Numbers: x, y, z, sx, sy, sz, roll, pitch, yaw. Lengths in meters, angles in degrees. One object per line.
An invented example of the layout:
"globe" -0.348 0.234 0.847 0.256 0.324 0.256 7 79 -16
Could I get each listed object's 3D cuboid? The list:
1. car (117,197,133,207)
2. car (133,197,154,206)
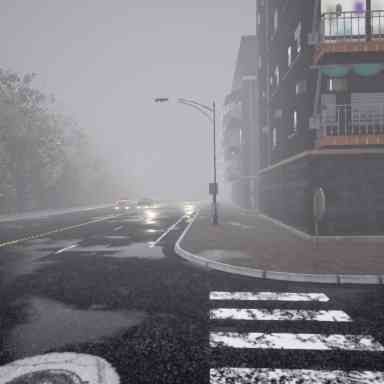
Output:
"car" -10.680 1.525 53.810 1.882 1.535 5.008 -1 0 3
"car" -7.435 1.551 53.623 2.033 1.411 5.357 -1 0 3
